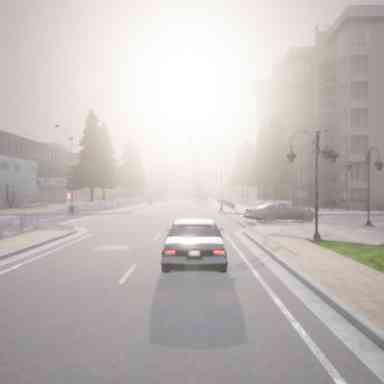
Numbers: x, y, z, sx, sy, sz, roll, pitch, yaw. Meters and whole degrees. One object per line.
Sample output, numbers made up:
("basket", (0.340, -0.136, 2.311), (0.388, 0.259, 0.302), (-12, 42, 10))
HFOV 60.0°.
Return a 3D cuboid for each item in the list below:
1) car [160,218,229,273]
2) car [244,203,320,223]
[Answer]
("car", (0.070, 1.529, 10.559), (2.033, 1.411, 5.357), (0, 0, 0))
("car", (6.558, 1.493, 24.498), (5.357, 1.411, 2.033), (0, 0, -11))
